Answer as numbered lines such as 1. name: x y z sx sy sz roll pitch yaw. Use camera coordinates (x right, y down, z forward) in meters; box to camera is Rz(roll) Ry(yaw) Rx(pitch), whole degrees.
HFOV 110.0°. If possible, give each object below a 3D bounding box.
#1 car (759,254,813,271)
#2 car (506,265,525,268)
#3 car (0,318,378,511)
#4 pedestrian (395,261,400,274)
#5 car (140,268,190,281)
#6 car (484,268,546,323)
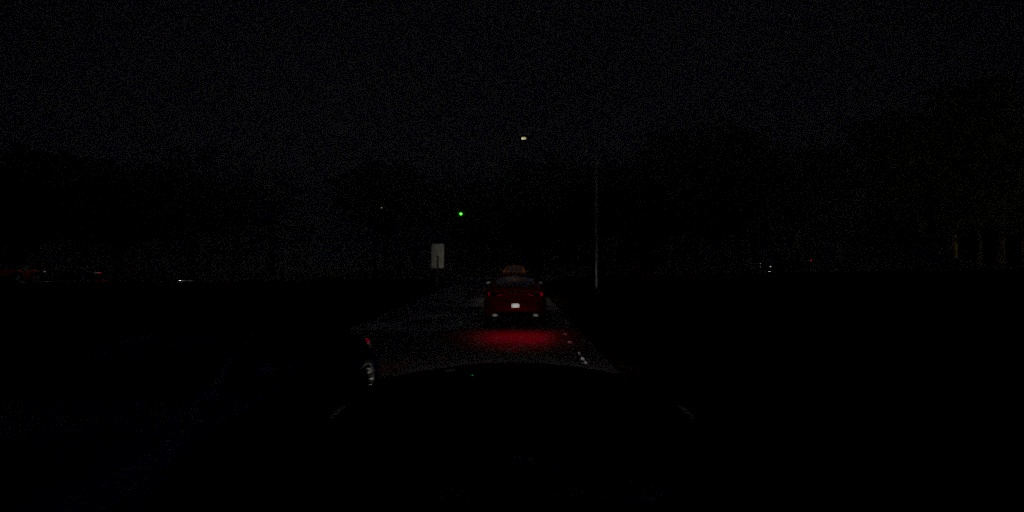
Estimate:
1. car: 33.045 0.818 43.339 5.566 2.045 2.150 -1 -3 0
2. car: 0.247 1.437 27.039 1.882 1.535 5.008 0 0 3
3. car: -2.847 1.326 3.310 1.994 1.385 4.181 0 0 0
4. pedestrian: -15.109 1.609 47.266 0.375 1.860 0.375 0 -2 0
5. car: -38.318 2.055 39.682 4.181 1.385 1.994 0 -3 0
6. car: 0.091 1.315 12.628 1.882 1.535 5.008 0 -1 0
